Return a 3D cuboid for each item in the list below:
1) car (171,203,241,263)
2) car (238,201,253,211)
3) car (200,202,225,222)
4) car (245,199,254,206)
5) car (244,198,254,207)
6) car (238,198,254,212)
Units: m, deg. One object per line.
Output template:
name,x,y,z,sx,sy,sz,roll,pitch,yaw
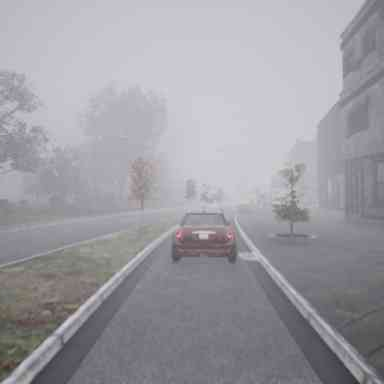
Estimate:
car,0.479,1.410,12.426,2.097,1.767,4.553,0,0,3
car,8.596,2.202,52.897,2.163,1.488,4.792,0,-1,11
car,1.919,1.733,29.527,1.882,1.535,5.008,0,-1,7
car,14.826,2.659,85.516,2.185,1.767,4.553,0,-1,11
car,13.797,2.435,80.130,2.435,2.045,5.566,0,-1,11
car,7.589,2.067,47.492,2.097,1.535,5.008,-1,-1,10
